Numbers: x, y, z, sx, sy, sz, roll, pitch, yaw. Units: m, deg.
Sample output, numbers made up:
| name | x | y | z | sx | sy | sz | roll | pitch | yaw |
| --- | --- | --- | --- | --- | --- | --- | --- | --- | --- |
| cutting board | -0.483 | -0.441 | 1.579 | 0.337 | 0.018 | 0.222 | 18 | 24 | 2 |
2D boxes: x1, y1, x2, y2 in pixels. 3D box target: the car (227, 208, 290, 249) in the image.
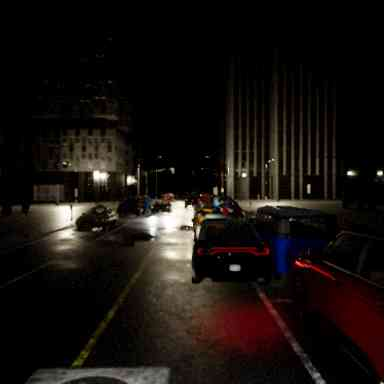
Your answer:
| name | x | y | z | sx | sy | sz | roll | pitch | yaw |
| --- | --- | --- | --- | --- | --- | --- | --- | --- | --- |
| car | 2.804 | 1.522 | 15.146 | 2.008 | 1.369 | 4.403 | 0 | 0 | 0 |

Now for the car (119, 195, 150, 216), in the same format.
| name | x | y | z | sx | sy | sz | roll | pitch | yaw |
| --- | --- | --- | --- | --- | --- | --- | --- | --- | --- |
| car | -5.689 | 1.256 | 31.756 | 2.192 | 1.841 | 5.009 | 0 | 0 | 0 |

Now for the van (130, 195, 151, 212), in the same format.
| name | x | y | z | sx | sy | sz | roll | pitch | yaw |
| --- | --- | --- | --- | --- | --- | --- | --- | --- | --- |
| van | -5.674 | 1.272 | 37.281 | 1.690 | 1.788 | 3.998 | 0 | 0 | 0 |

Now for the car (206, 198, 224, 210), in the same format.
| name | x | y | z | sx | sy | sz | roll | pitch | yaw |
| --- | --- | --- | --- | --- | --- | --- | --- | --- | --- |
| car | 2.869 | 1.472 | 42.773 | 2.008 | 1.369 | 4.403 | 0 | 0 | 0 |

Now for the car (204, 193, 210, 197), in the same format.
| name | x | y | z | sx | sy | sz | roll | pitch | yaw |
| --- | --- | --- | --- | --- | --- | --- | --- | --- | --- |
| car | 2.855 | 1.246 | 37.247 | 2.192 | 1.841 | 5.009 | 0 | 0 | 0 |

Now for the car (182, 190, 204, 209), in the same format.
| name | x | y | z | sx | sy | sz | roll | pitch | yaw |
| --- | --- | --- | --- | --- | --- | --- | --- | --- | --- |
| car | 0.113 | 1.141 | 44.244 | 2.150 | 2.045 | 5.566 | 0 | 0 | 0 |

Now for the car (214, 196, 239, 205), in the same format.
| name | x | y | z | sx | sy | sz | roll | pitch | yaw |
| --- | --- | --- | --- | --- | --- | --- | --- | --- | --- |
| car | 2.830 | 1.391 | 26.197 | 1.967 | 1.590 | 4.097 | 0 | 0 | 0 |

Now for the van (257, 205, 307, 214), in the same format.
| name | x | y | z | sx | sy | sz | roll | pitch | yaw |
| --- | --- | --- | --- | --- | --- | --- | --- | --- | --- |
| van | 2.790 | 1.322 | 9.620 | 1.690 | 1.788 | 3.998 | 0 | 0 | 0 |

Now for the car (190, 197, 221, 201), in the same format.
| name | x | y | z | sx | sy | sz | roll | pitch | yaw |
| --- | --- | --- | --- | --- | --- | --- | --- | --- | --- |
| car | 0.965 | 1.407 | 25.755 | 1.801 | 1.575 | 5.366 | 0 | 0 | 0 |

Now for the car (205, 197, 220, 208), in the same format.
| name | x | y | z | sx | sy | sz | roll | pitch | yaw |
| --- | --- | --- | --- | --- | --- | --- | --- | --- | --- |
| car | 2.882 | 1.458 | 48.298 | 1.887 | 1.381 | 4.507 | 0 | 0 | 0 |

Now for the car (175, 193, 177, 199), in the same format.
| name | x | y | z | sx | sy | sz | roll | pitch | yaw |
| --- | --- | --- | --- | --- | --- | --- | --- | --- | --- |
| car | -5.560 | 1.194 | 81.013 | 2.192 | 1.841 | 5.009 | 0 | 0 | 0 |

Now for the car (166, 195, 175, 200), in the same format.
| name | x | y | z | sx | sy | sz | roll | pitch | yaw |
| --- | --- | --- | --- | --- | --- | --- | --- | --- | --- |
| car | -5.544 | 1.442 | 86.656 | 1.947 | 1.339 | 4.313 | 0 | 0 | 0 |

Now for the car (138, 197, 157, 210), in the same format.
| name | x | y | z | sx | sy | sz | roll | pitch | yaw |
| --- | --- | --- | --- | --- | --- | --- | --- | --- | --- |
| car | -5.659 | 1.448 | 42.636 | 1.752 | 1.417 | 4.829 | 0 | 0 | 0 |

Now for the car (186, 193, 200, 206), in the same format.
| name | x | y | z | sx | sy | sz | roll | pitch | yaw |
| --- | --- | --- | --- | --- | --- | --- | --- | --- | --- |
| car | 0.140 | 1.136 | 54.992 | 2.150 | 2.045 | 5.566 | 0 | 0 | 0 |

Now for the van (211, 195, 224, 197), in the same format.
| name | x | y | z | sx | sy | sz | roll | pitch | yaw |
| --- | --- | --- | --- | --- | --- | --- | --- | --- | --- |
| van | 2.843 | 1.281 | 31.721 | 1.690 | 1.788 | 3.998 | 0 | 0 | 0 |

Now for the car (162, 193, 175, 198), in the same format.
| name | x | y | z | sx | sy | sz | roll | pitch | yaw |
| --- | --- | --- | --- | --- | --- | --- | --- | --- | --- |
| car | -5.575 | 1.198 | 75.370 | 2.192 | 1.841 | 5.009 | 0 | 0 | 0 |

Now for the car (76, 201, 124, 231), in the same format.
| name | x | y | z | sx | sy | sz | roll | pitch | yaw |
| --- | --- | --- | --- | --- | --- | --- | --- | --- | --- |
| car | -5.719 | 1.487 | 20.537 | 1.752 | 1.417 | 4.829 | 0 | 0 | 0 |

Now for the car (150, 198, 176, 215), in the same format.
| name | x | y | z | sx | sy | sz | roll | pitch | yaw |
| --- | --- | --- | --- | --- | --- | --- | --- | --- | --- |
| car | -3.008 | 1.538 | 33.546 | 1.895 | 1.301 | 4.718 | 0 | 0 | 0 |

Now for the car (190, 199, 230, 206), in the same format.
| name | x | y | z | sx | sy | sz | roll | pitch | yaw |
| --- | --- | --- | --- | --- | --- | --- | --- | --- | --- |
| car | 0.949 | 1.418 | 19.756 | 1.801 | 1.575 | 5.366 | 0 | 0 | 0 |

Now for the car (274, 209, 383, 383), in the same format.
| name | x | y | z | sx | sy | sz | roll | pitch | yaw |
| --- | --- | --- | --- | --- | --- | --- | --- | --- | --- |
| car | 2.777 | 1.307 | 4.095 | 2.192 | 1.841 | 5.009 | 0 | 0 | 0 |

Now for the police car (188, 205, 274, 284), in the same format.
| name | x | y | z | sx | sy | sz | roll | pitch | yaw |
| --- | --- | --- | --- | --- | --- | --- | --- | --- | --- |
| police car | 0.923 | 1.407 | 9.676 | 1.930 | 1.638 | 5.238 | 0 | 0 | 0 |
